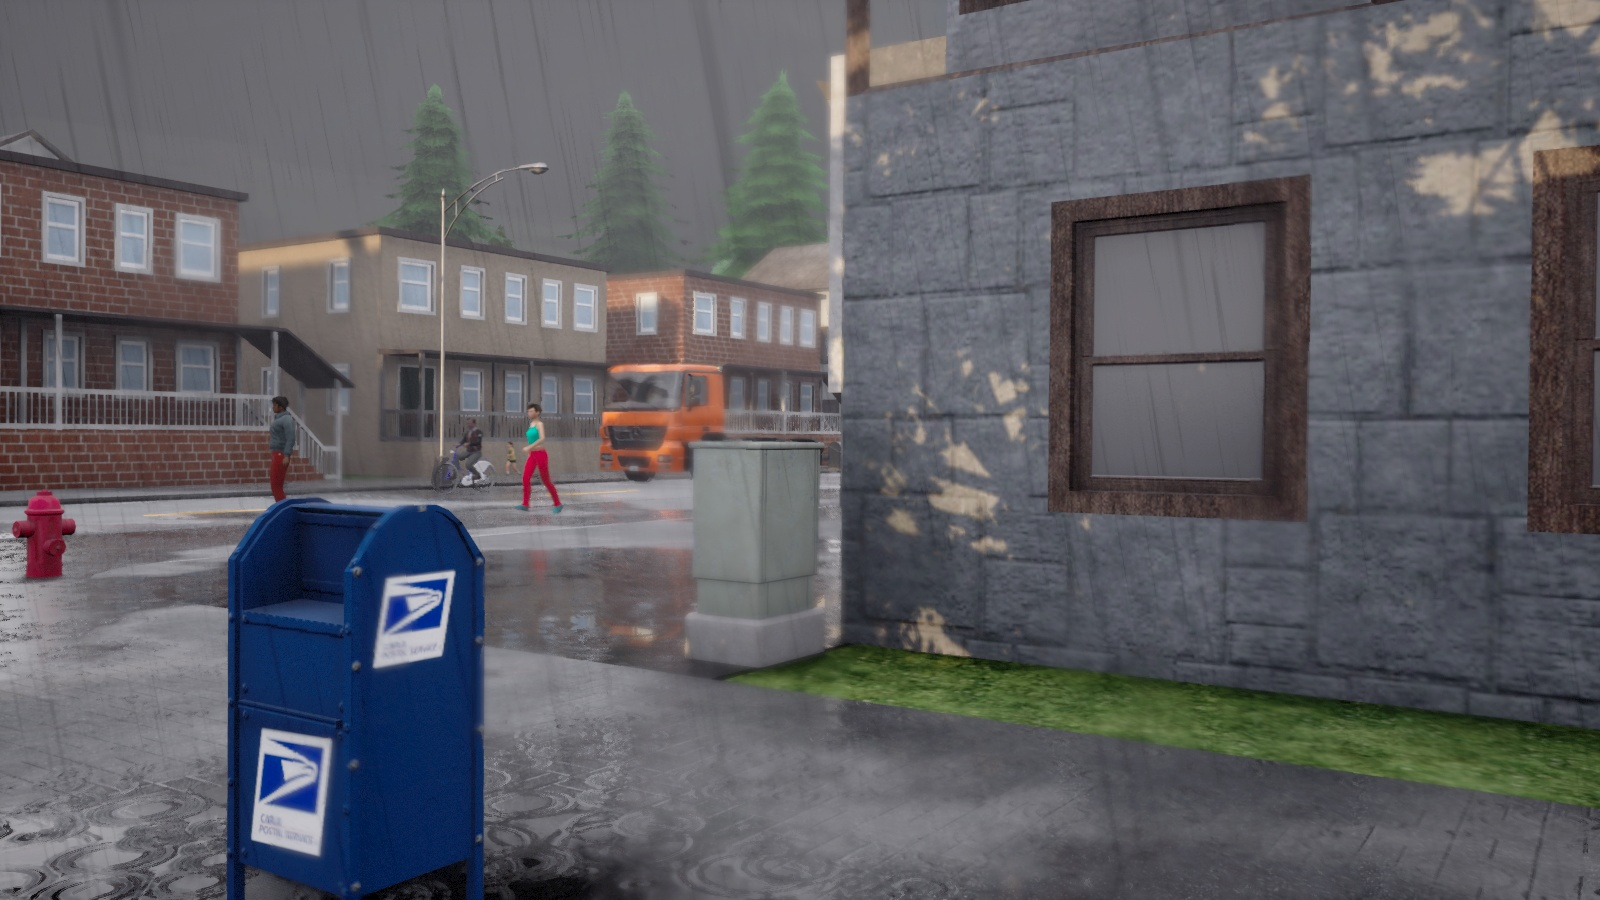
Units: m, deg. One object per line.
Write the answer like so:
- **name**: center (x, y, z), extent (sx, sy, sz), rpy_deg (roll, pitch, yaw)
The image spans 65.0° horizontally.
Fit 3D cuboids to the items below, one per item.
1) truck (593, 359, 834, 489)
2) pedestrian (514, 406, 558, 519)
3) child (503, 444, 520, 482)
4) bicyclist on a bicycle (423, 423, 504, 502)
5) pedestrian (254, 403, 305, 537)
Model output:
- **truck**: center (-2.334, -0.740, 37.444), extent (2.891, 3.462, 7.936), rpy_deg (0, 1, 34)
- **pedestrian**: center (-4.376, 0.196, 20.817), extent (0.594, 1.836, 0.345), rpy_deg (-1, 1, -42)
- **child**: center (-8.632, 0.386, 37.575), extent (0.255, 1.110, 0.394), rpy_deg (0, 1, 32)
- **bicyclist on a bicycle**: center (-7.800, 0.274, 29.181), extent (0.659, 1.776, 1.843), rpy_deg (0, 1, 33)
- **pedestrian**: center (-7.312, 0.267, 17.629), extent (0.614, 1.847, 0.353), rpy_deg (-1, 1, -26)
